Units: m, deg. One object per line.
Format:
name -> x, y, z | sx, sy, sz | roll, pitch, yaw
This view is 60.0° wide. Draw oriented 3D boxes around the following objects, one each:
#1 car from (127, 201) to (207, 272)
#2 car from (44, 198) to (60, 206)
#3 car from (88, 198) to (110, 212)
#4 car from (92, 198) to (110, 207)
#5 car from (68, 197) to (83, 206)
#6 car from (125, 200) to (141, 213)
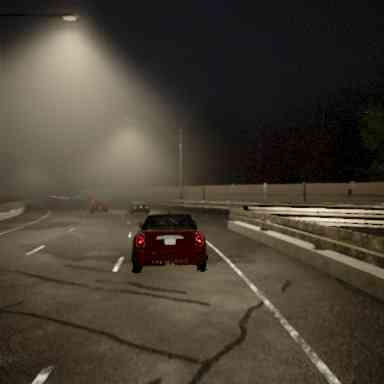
car -> -0.787, 1.363, 11.068 | 2.097, 1.767, 4.553 | 0, 0, -5
car -> -23.715, 1.678, 56.478 | 1.812, 1.442, 4.674 | 0, 0, -32
car -> -11.160, 1.606, 39.466 | 1.812, 1.442, 4.674 | 0, 0, -21
car -> -15.522, 1.718, 56.599 | 1.895, 1.301, 4.718 | 0, 0, -30
car -> -20.108, 1.661, 57.315 | 1.812, 1.442, 4.674 | 0, 0, -32
car -> -5.926, 1.600, 35.638 | 2.033, 1.411, 5.357 | 0, 0, -19
